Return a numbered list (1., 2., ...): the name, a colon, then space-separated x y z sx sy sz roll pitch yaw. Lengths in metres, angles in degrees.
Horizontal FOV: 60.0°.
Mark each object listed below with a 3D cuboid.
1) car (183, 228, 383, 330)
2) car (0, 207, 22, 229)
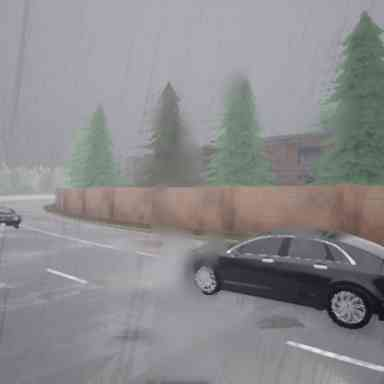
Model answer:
1. car: 2.020 1.523 7.037 4.892 1.490 1.837 0 0 37
2. car: -12.191 1.569 20.735 1.895 1.301 4.718 0 0 -40
